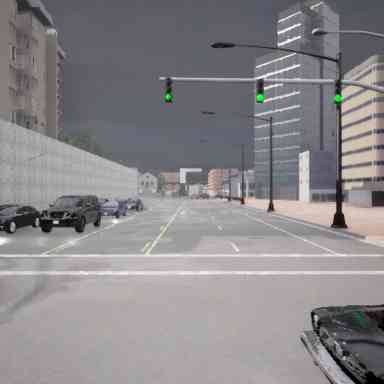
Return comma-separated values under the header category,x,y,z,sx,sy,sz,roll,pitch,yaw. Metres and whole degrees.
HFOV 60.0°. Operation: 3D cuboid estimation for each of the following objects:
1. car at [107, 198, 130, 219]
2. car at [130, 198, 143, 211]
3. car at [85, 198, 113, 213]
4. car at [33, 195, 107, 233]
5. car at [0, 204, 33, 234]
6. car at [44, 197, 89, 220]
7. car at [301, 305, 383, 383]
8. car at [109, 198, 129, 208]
category,x,y,z,sx,sy,sz,roll,pitch,yaw
car,-7.104,1.526,29.748,1.812,1.442,4.674,0,0,0
car,-7.097,1.491,40.091,2.128,1.511,4.902,0,0,0
car,-10.600,1.505,38.363,1.837,1.490,4.892,0,0,0
car,-7.100,1.221,20.108,2.150,2.045,5.566,0,0,0
car,-10.603,1.505,19.477,1.837,1.490,4.892,0,0,0
car,-10.605,1.352,28.545,2.097,1.767,4.553,0,0,0
car,3.611,1.602,3.199,4.718,1.301,1.895,0,0,0
car,-10.564,1.601,48.423,1.895,1.301,4.718,0,0,0
